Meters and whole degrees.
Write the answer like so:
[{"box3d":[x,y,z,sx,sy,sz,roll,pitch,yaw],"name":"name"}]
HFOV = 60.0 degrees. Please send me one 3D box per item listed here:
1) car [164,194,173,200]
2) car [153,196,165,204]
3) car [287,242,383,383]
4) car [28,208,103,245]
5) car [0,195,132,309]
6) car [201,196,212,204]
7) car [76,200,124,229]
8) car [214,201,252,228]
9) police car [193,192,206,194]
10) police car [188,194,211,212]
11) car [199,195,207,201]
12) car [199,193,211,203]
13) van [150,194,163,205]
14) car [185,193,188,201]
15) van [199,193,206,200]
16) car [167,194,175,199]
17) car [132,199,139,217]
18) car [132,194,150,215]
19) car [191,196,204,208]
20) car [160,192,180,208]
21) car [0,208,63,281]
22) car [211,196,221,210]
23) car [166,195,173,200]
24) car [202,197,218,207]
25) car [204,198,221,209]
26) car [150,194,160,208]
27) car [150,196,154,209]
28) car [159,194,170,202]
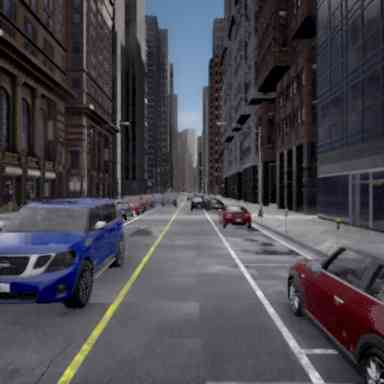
[{"box3d":[-5.961,1.260,83.137,1.967,1.590,4.097,0,0,0],"name":"car"},{"box3d":[-5.906,1.385,60.559,1.752,1.417,4.829,0,0,0],"name":"car"},{"box3d":[2.754,1.428,4.743,1.967,1.590,4.097,0,0,0],"name":"car"},{"box3d":[-5.799,1.526,15.917,1.947,1.339,4.313,0,0,0],"name":"car"},{"box3d":[-3.122,1.201,8.181,2.150,2.045,5.566,0,0,0],"name":"car"},{"box3d":[2.618,1.442,60.764,1.802,1.307,4.206,0,0,0],"name":"car"},{"box3d":[-5.812,1.386,21.518,1.967,1.590,4.097,0,0,0],"name":"car"},{"box3d":[2.713,1.491,21.550,1.887,1.381,4.507,0,0,0],"name":"car"},{"box3d":[0.768,1.297,54.312,1.930,1.638,5.238,0,0,0],"name":"police car"},{"box3d":[0.766,1.332,38.309,1.930,1.638,5.238,0,0,0],"name":"police car"},{"box3d":[2.577,1.355,77.741,1.752,1.417,4.829,0,0,0],"name":"car"},{"box3d":[2.605,1.164,66.366,2.192,1.841,5.009,0,0,0],"name":"car"},{"box3d":[-5.893,1.211,55.127,1.690,1.788,3.998,0,0,0],"name":"van"},{"box3d":[-0.176,1.263,72.981,1.994,1.385,4.181,0,0,0],"name":"car"},{"box3d":[2.564,1.161,83.172,1.690,1.788,3.998,0,0,0],"name":"van"},{"box3d":[-5.988,1.367,94.340,1.947,1.339,4.313,0,0,0],"name":"car"},{"box3d":[-5.826,1.498,27.120,1.947,1.339,4.313,0,0,0],"name":"car"},{"box3d":[-5.838,1.234,32.721,2.192,1.841,5.009,0,0,0],"name":"car"},{"box3d":[0.724,1.390,48.203,1.837,1.490,4.892,0,0,0],"name":"car"},{"box3d":[-3.201,1.107,47.546,2.150,2.045,5.566,0,0,0],"name":"car"},{"box3d":[-5.785,1.414,10.315,1.967,1.590,4.097,0,0,0],"name":"car"},{"box3d":[2.672,1.472,38.357,1.947,1.339,4.313,0,0,0],"name":"car"},{"box3d":[-5.975,1.393,88.738,1.802,1.307,4.206,0,0,0],"name":"car"},{"box3d":[2.645,1.432,49.560,2.008,1.369,4.403,0,0,0],"name":"car"},{"box3d":[2.659,1.459,43.959,1.947,1.339,4.313,0,0,0],"name":"car"},{"box3d":[-5.865,1.209,43.925,2.192,1.841,5.009,0,0,0],"name":"car"},{"box3d":[-5.853,1.488,38.323,1.802,1.307,4.206,0,0,0],"name":"car"},{"box3d":[-5.934,1.280,71.934,1.967,1.590,4.097,0,0,0],"name":"car"}]
